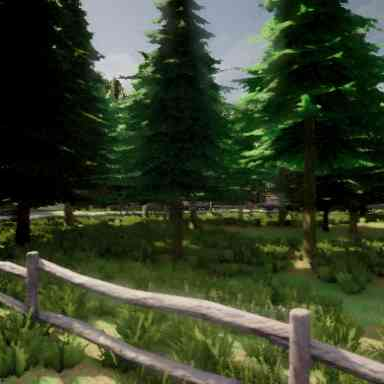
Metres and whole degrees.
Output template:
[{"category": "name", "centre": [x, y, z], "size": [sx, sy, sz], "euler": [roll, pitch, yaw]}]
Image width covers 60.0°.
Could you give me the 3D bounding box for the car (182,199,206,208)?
[{"category": "car", "centre": [-0.565, 1.496, 37.283], "size": [4.892, 1.490, 1.837], "euler": [0, 0, -12]}]

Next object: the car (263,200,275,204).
[{"category": "car", "centre": [9.924, 1.512, 35.409], "size": [4.892, 1.490, 1.837], "euler": [0, 0, -4]}]
